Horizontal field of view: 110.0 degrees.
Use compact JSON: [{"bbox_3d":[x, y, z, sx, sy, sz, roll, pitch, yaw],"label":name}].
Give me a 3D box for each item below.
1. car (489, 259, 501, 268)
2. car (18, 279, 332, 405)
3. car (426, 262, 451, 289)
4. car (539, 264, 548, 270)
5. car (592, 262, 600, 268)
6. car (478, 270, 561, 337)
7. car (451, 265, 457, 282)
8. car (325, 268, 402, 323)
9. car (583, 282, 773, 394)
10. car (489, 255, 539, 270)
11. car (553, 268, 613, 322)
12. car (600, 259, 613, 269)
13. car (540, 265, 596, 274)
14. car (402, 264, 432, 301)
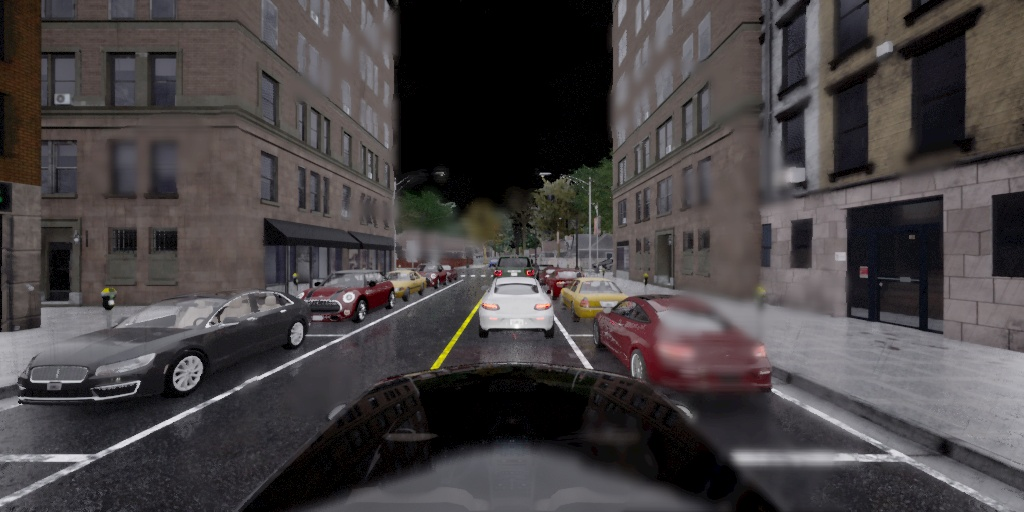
[{"bbox_3d":[-3.059,1.281,64.277,1.882,1.535,5.008,0,0,0],"label":"car"},{"bbox_3d":[-5.387,1.301,6.408,2.007,1.370,4.403,0,0,0],"label":"car"},{"bbox_3d":[-5.382,1.198,22.964,1.967,1.591,4.097,0,0,0],"label":"car"},{"bbox_3d":[2.644,1.340,22.963,1.802,1.307,4.207,0,0,0],"label":"car"},{"bbox_3d":[13.993,1.186,51.439,4.892,1.490,1.837,0,0,1],"label":"car"},{"bbox_3d":[0.101,1.277,10.129,1.812,1.442,4.674,0,0,0],"label":"car"},{"bbox_3d":[-5.380,1.343,28.483,1.802,1.307,4.207,0,0,0],"label":"car"},{"bbox_3d":[-5.386,1.192,11.927,1.967,1.591,4.097,0,0,0],"label":"car"},{"bbox_3d":[2.638,1.332,6.409,1.802,1.307,4.207,0,0,0],"label":"car"},{"bbox_3d":[0.105,0.978,19.891,2.150,2.045,5.566,0,0,0],"label":"car"},{"bbox_3d":[2.640,1.278,12.097,1.751,1.417,4.829,0,0,0],"label":"car"},{"bbox_3d":[14.496,1.242,48.198,4.181,1.385,1.994,0,0,0],"label":"car"},{"bbox_3d":[2.642,1.300,17.445,1.888,1.381,4.507,0,0,0],"label":"car"},{"bbox_3d":[-5.384,1.280,17.275,1.751,1.417,4.829,0,0,0],"label":"car"}]
